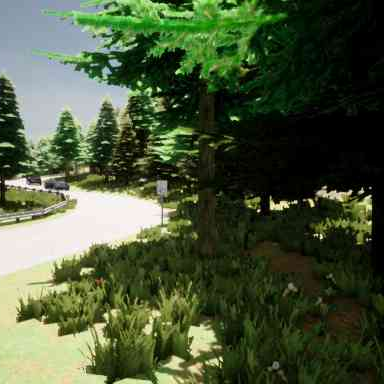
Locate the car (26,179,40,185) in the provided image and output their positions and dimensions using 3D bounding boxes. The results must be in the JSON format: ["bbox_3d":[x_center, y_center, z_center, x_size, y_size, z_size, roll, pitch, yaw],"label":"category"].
[{"bbox_3d":[-25.392,-1.912,53.410,1.837,1.490,4.892,0,5,-33],"label":"car"}]

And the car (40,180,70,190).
[{"bbox_3d":[-18.773,-0.986,46.136,4.181,1.385,1.994,6,4,40],"label":"car"}]
